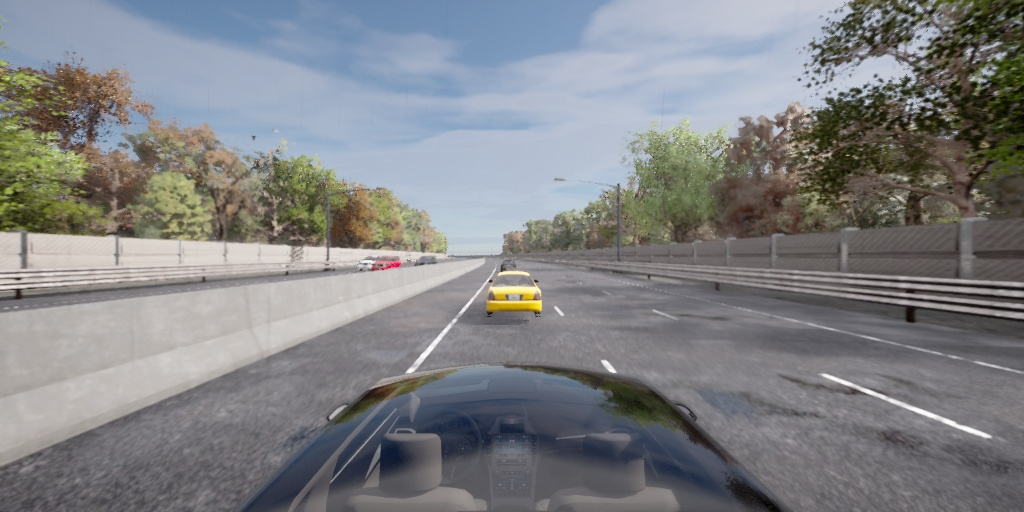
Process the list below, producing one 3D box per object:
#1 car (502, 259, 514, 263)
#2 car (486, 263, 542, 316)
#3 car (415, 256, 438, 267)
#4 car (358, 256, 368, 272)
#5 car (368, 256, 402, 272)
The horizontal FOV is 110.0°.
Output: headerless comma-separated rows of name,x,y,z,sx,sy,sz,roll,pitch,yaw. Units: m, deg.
car,-0.458,1.198,45.013,2.033,1.649,4.856,0,0,-1
car,0.048,1.211,13.249,1.801,1.575,5.366,0,0,0
car,-11.195,0.990,47.336,2.150,2.045,5.566,0,0,-1
car,-18.187,0.988,47.038,2.150,2.045,5.566,0,0,-1
car,-14.583,0.984,42.215,2.150,2.045,5.566,0,0,-1
